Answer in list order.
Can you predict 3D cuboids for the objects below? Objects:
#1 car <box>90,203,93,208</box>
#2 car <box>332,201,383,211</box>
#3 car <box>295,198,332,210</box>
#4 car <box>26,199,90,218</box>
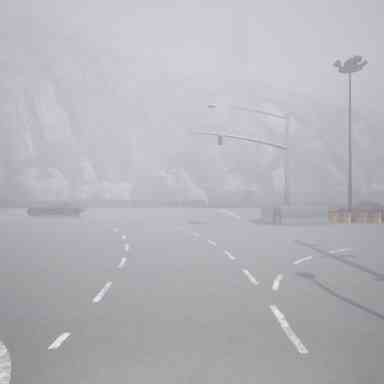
[{"bbox_3d":[-14.352,1.509,39.516,4.718,1.301,1.895,0,0,-3],"label":"car"},{"bbox_3d":[15.573,1.499,30.563,4.181,1.385,1.994,0,0,-3],"label":"car"},{"bbox_3d":[15.475,1.461,41.071,5.357,1.411,2.033,0,0,-3],"label":"car"},{"bbox_3d":[-11.824,1.533,29.132,4.718,1.301,1.895,0,0,-3],"label":"car"}]
